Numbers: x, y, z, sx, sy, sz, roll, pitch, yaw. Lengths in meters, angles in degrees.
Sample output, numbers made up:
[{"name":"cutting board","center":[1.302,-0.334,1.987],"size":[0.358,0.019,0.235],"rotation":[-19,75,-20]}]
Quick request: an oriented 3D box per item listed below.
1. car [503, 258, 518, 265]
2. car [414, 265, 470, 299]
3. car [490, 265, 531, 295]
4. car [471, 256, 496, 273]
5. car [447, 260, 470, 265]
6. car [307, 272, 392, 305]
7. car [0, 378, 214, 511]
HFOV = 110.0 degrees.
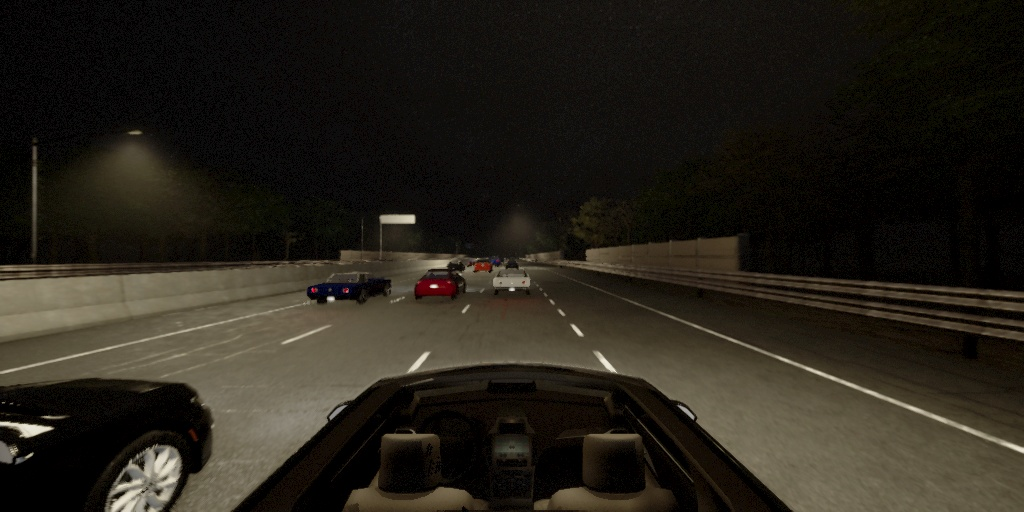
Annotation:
[{"name":"car","center":[0.010,1.385,55.011],"size":[1.994,1.385,4.181],"rotation":[0,0,0]},{"name":"car","center":[-3.497,1.332,18.056],"size":[1.994,1.385,4.181],"rotation":[0,0,0]},{"name":"car","center":[0.004,1.371,20.044],"size":[1.895,1.301,4.718],"rotation":[0,0,0]},{"name":"car","center":[-3.492,1.157,44.991],"size":[2.097,1.767,4.553],"rotation":[0,0,0]},{"name":"car","center":[-6.992,1.297,45.087],"size":[2.128,1.511,4.902],"rotation":[0,0,0]},{"name":"car","center":[-6.999,1.367,16.097],"size":[1.895,1.301,4.718],"rotation":[0,0,0]},{"name":"car","center":[-3.499,1.257,1.083],"size":[1.837,1.490,4.892],"rotation":[0,0,0]}]
